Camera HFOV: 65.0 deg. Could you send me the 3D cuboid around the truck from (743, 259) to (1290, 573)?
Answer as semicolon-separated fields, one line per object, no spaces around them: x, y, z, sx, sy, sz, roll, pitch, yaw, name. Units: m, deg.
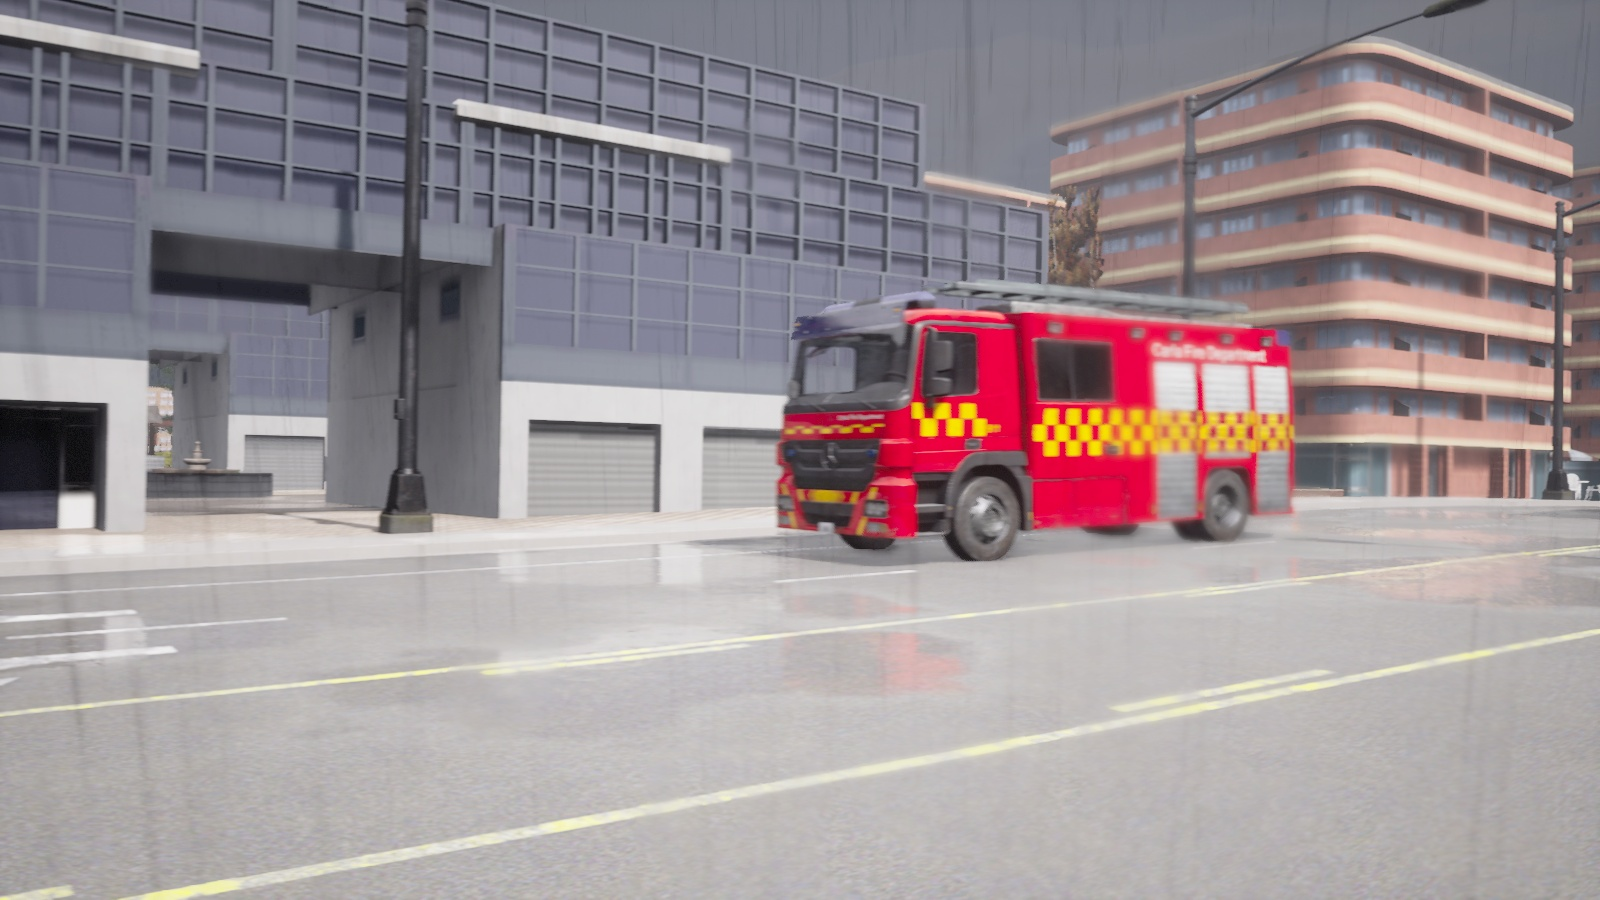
3.525;-0.463;18.910;8.468;3.827;2.891;-1;0;-35;truck
